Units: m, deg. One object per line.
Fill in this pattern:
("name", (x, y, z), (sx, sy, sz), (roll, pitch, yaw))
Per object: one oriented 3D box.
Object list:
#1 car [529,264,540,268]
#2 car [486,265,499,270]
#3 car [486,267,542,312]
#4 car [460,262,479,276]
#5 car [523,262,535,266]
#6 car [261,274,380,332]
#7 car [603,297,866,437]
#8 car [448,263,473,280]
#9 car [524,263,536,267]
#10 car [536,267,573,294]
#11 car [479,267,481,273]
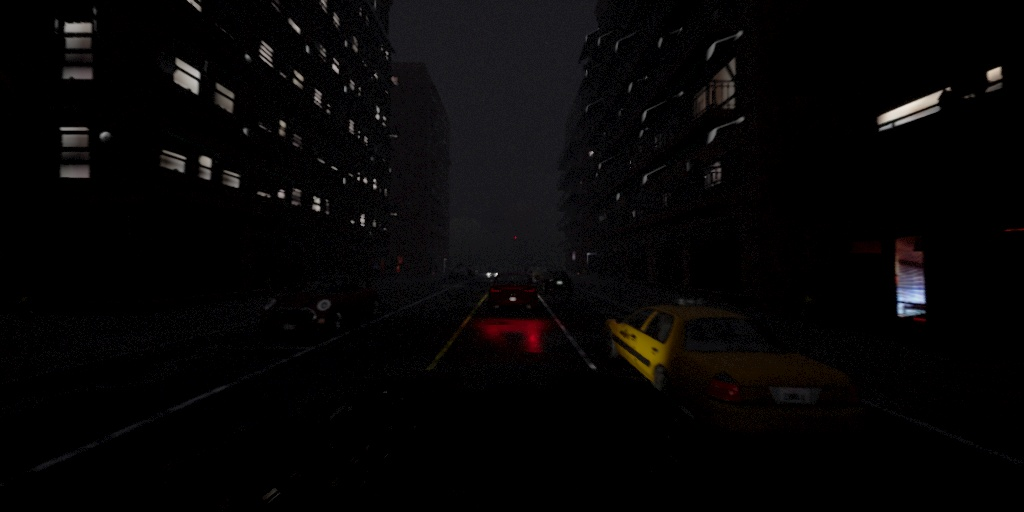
("car", (2.832, 1.715, 33.569), (1.751, 1.417, 4.829), (0, 0, 0))
("car", (-3.044, 2.094, 57.682), (1.994, 1.385, 4.181), (0, -1, 0))
("car", (0.053, 1.414, 15.202), (1.882, 1.535, 5.008), (0, -1, 1))
("car", (-5.814, 1.660, 44.568), (2.192, 1.841, 5.009), (0, 0, 0))
("car", (2.835, 1.816, 55.669), (2.192, 1.841, 5.009), (0, 0, 0))
("car", (-5.707, 1.321, 11.163), (1.967, 1.591, 4.097), (0, 0, 0))
("car", (2.701, 1.329, 5.732), (1.751, 1.417, 4.829), (0, 0, 0))
("car", (-5.815, 1.818, 39.001), (2.007, 1.370, 4.403), (0, 0, 0))
("car", (2.834, 1.895, 44.535), (2.007, 1.370, 4.403), (0, 0, 0))
("car", (2.766, 1.609, 22.906), (1.948, 1.339, 4.313), (0, 0, 0))
("car", (-5.813, 1.989, 50.137), (1.948, 1.339, 4.313), (0, 0, 0))
